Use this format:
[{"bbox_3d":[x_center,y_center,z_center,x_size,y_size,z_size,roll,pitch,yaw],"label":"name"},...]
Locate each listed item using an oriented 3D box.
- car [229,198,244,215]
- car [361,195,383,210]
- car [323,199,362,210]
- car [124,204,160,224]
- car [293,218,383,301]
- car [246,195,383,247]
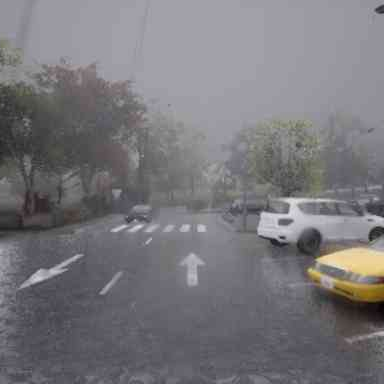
[{"bbox_3d":[6.161,1.473,34.150,4.553,1.767,2.097,0,0,-27],"label":"car"},{"bbox_3d":[27.054,1.412,46.777,2.435,2.045,5.566,1,-1,-22],"label":"car"},{"bbox_3d":[20.970,1.690,46.659,2.163,1.488,4.792,0,-1,-21],"label":"car"},{"bbox_3d":[-3.815,1.669,26.339,2.033,1.411,5.357,0,0,5],"label":"car"},{"bbox_3d":[5.202,1.506,7.519,5.366,1.575,1.946,1,0,-20],"label":"car"},{"bbox_3d":[5.394,1.281,13.613,5.566,2.045,2.435,1,0,-20],"label":"car"}]
